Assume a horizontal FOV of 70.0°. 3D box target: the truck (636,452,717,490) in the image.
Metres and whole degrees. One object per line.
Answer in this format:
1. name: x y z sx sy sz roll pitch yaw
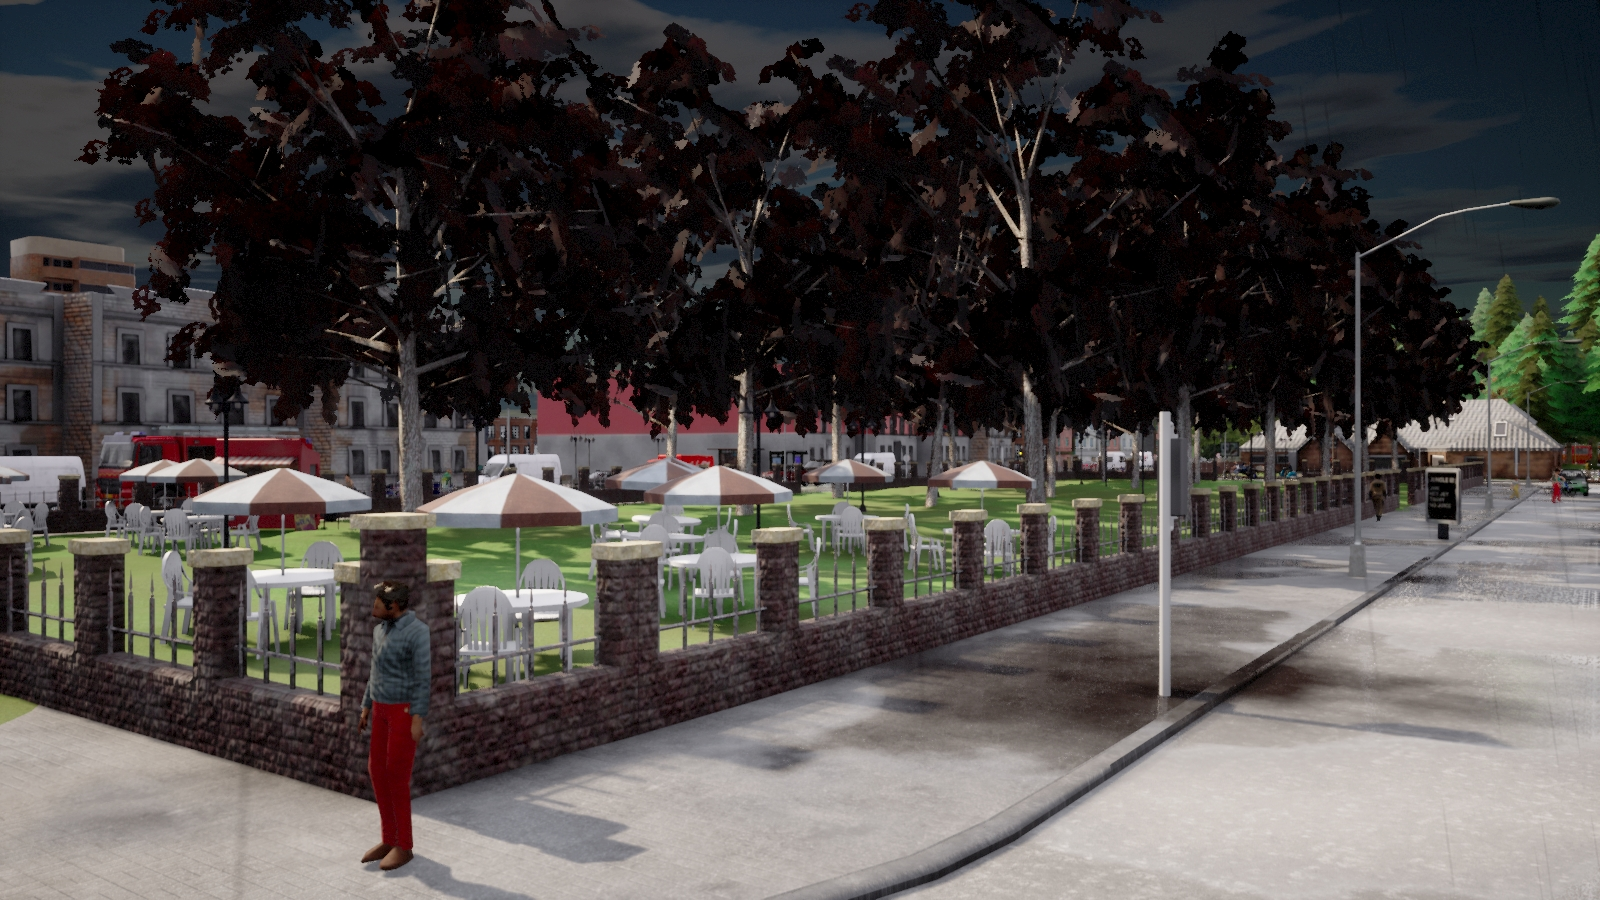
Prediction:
1. truck: -8.233 1.344 76.671 2.627 2.467 5.204 0 0 35

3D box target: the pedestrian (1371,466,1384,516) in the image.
1. pedestrian: 21.527 1.524 42.563 0.375 1.860 0.375 0 0 35

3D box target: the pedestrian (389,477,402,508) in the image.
1. pedestrian: -17.190 1.802 48.541 0.375 1.300 0.375 0 0 35

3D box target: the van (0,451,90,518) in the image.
1. van: -31.021 1.310 44.007 1.988 2.561 5.915 0 0 35

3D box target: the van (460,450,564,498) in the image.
1. van: -16.329 1.310 65.083 1.988 2.561 5.915 0 0 35

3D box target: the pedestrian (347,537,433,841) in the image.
1. pedestrian: -2.655 1.516 7.406 0.375 1.860 0.375 0 0 36

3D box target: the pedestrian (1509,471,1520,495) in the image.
1. pedestrian: 39.026 1.804 62.380 0.375 1.300 0.375 0 0 -23

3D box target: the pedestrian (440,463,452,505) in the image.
1. pedestrian: -15.956 1.519 51.502 0.375 1.860 0.375 0 0 35

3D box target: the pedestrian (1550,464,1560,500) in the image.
1. pedestrian: 38.798 1.628 58.700 0.375 1.860 0.375 0 0 22

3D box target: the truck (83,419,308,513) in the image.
1. truck: -26.598 0.666 50.778 2.891 3.827 8.468 0 0 35

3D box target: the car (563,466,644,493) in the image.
1. car: -12.166 1.810 71.050 2.097 1.535 5.006 0 0 35
